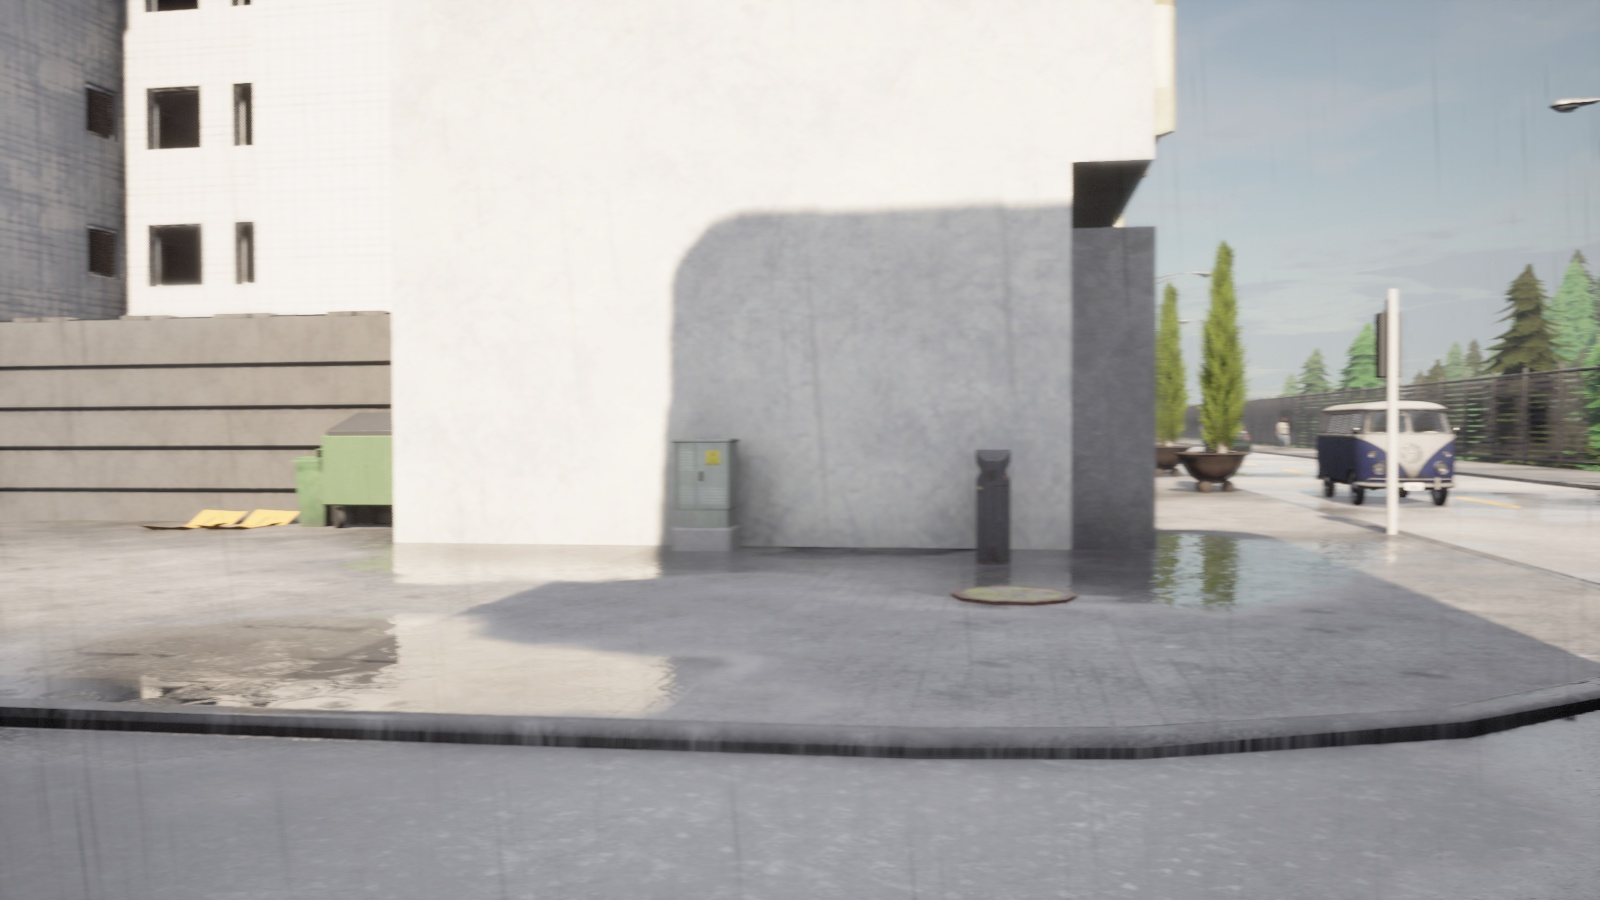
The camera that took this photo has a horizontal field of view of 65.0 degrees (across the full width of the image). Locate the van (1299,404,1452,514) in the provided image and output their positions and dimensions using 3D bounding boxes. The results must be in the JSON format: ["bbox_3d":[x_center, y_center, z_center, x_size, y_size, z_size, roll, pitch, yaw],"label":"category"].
[{"bbox_3d":[11.398,0.117,25.178,1.775,1.987,4.442,0,1,11],"label":"van"}]

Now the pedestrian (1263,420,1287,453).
[{"bbox_3d":[26.290,-0.750,69.551,0.874,1.855,0.900,0,1,-12],"label":"pedestrian"}]

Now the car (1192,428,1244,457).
[{"bbox_3d":[21.568,-0.416,64.933,1.970,1.475,3.806,0,1,9],"label":"car"}]
